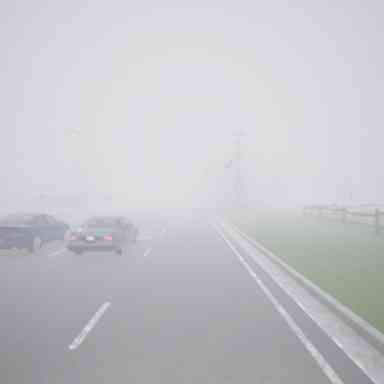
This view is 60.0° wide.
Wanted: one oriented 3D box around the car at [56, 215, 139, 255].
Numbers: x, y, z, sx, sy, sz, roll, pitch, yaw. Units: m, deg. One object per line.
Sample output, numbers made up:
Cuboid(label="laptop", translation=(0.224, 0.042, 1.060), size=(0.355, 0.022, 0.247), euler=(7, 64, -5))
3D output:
Cuboid(label="car", translation=(-3.510, 1.679, 13.984), size=(2.033, 1.411, 5.357), euler=(0, -1, 0))

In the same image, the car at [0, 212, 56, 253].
Cuboid(label="car", translation=(-7.005, 1.614, 14.461), size=(1.882, 1.535, 5.008), euler=(0, 0, 0))
